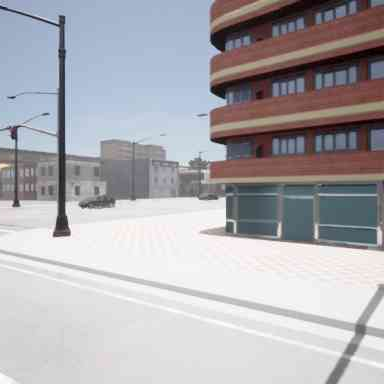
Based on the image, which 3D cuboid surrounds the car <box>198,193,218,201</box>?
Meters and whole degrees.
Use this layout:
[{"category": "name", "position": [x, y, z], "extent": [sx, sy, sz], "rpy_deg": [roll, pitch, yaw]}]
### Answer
[{"category": "car", "position": [2.891, 0.868, 59.718], "extent": [1.994, 1.385, 4.181], "rpy_deg": [0, 1, 37]}]

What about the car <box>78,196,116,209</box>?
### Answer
[{"category": "car", "position": [-11.519, 1.231, 40.441], "extent": [1.837, 1.490, 4.892], "rpy_deg": [0, 1, 37]}]
